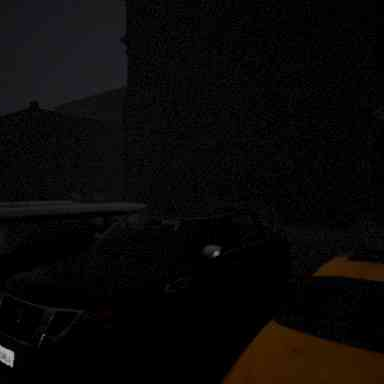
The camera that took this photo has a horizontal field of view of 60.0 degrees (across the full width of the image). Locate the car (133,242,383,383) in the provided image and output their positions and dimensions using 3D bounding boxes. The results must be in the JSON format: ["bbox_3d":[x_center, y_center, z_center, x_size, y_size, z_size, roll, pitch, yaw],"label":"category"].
[{"bbox_3d":[1.995,1.478,3.706,1.946,1.575,5.366,0,0,36],"label":"car"}]

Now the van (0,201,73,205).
[{"bbox_3d":[-2.455,1.250,7.253,1.878,1.987,4.442,0,0,36],"label":"van"}]

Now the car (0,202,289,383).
[{"bbox_3d":[-0.181,1.227,5.449,2.435,2.045,5.566,0,0,36],"label":"car"}]
